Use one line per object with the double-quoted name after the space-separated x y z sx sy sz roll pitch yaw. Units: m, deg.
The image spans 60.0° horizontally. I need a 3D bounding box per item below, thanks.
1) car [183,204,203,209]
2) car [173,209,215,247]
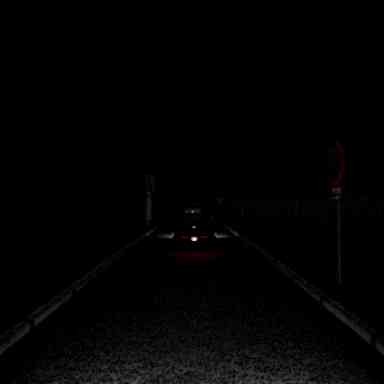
0.099 2.419 39.392 2.150 2.045 5.566 0 -3 0 "car"
0.100 1.827 16.686 1.837 1.490 4.892 0 -2 0 "car"
